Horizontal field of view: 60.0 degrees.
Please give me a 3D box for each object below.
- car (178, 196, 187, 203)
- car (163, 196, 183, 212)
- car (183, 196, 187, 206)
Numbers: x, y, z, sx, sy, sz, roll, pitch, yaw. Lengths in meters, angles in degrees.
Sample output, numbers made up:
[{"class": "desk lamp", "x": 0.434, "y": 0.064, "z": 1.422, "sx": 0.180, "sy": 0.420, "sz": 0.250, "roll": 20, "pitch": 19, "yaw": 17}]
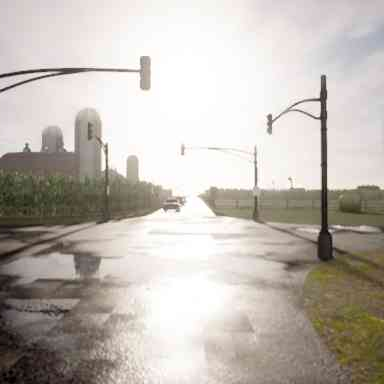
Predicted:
[{"class": "car", "x": -2.005, "y": 1.637, "z": 71.696, "sx": 1.812, "sy": 1.442, "sz": 4.674, "roll": 0, "pitch": 0, "yaw": 0}, {"class": "car", "x": -2.345, "y": 1.555, "z": 39.569, "sx": 1.837, "sy": 1.490, "sz": 4.892, "roll": 0, "pitch": 0, "yaw": 0}, {"class": "car", "x": -2.207, "y": 1.588, "z": 56.136, "sx": 1.837, "sy": 1.490, "sz": 4.892, "roll": 0, "pitch": -1, "yaw": 1}]
